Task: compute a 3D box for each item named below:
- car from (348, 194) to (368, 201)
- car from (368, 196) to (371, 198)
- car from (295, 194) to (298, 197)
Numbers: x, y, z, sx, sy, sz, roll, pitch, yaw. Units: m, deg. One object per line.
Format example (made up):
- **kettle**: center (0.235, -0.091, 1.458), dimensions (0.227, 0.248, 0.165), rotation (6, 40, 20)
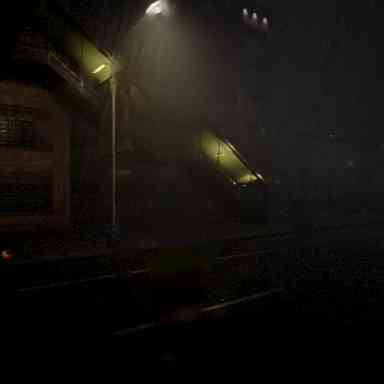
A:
- **car**: center (35.924, 1.241, 71.999), dimensions (4.674, 1.452, 2.002), rotation (0, 0, -37)
- **car**: center (29.294, 1.115, 52.839), dimensions (4.553, 1.767, 2.185), rotation (0, 0, -37)
- **car**: center (27.755, 1.061, 82.747), dimensions (5.566, 2.045, 2.435), rotation (0, 0, -37)
